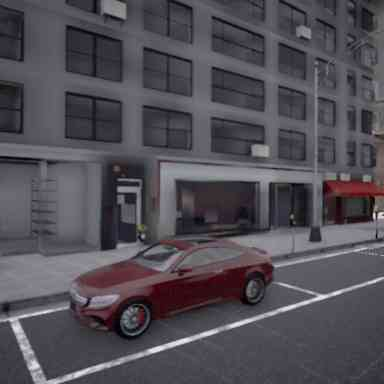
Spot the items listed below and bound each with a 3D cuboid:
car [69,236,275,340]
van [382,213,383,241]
[{"bbox_3d":[-0.171,1.563,6.476,4.206,1.307,1.802,0,1,-35],"label":"car"},{"bbox_3d":[9.024,1.261,12.903,3.998,1.788,1.690,0,1,-35],"label":"van"}]
